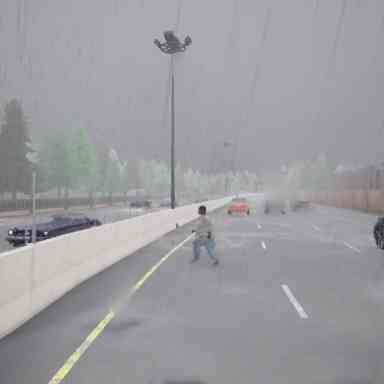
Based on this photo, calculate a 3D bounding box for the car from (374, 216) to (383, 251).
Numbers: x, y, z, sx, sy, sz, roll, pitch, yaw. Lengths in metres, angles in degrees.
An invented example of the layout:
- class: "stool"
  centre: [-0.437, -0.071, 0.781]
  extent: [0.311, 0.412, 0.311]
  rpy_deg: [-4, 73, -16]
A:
- class: "car"
  centre: [8.057, 1.220, 10.907]
  extent: [2.150, 2.045, 5.566]
  rpy_deg: [0, 0, 8]

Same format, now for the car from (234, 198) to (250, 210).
- class: "car"
  centre: [6.633, 1.564, 44.085]
  extent: [1.994, 1.385, 4.181]
  rpy_deg: [0, 0, 10]

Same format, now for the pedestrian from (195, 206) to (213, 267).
- class: "pedestrian"
  centre: [0.364, 1.294, 9.959]
  extent: [0.375, 1.860, 0.375]
  rpy_deg: [0, 0, 7]

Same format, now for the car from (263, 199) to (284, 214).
- class: "car"
  centre: [8.668, 1.504, 35.276]
  extent: [1.837, 1.490, 4.892]
  rpy_deg: [0, 0, 10]

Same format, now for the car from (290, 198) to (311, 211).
- class: "car"
  centre: [13.105, 1.504, 40.277]
  extent: [1.837, 1.490, 4.892]
  rpy_deg: [0, 0, 10]

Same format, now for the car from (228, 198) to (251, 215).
- class: "car"
  centre: [4.914, 1.352, 34.211]
  extent: [2.097, 1.767, 4.553]
  rpy_deg: [0, 0, 10]

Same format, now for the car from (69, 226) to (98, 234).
- class: "car"
  centre: [-5.783, 1.601, 14.508]
  extent: [1.895, 1.301, 4.718]
  rpy_deg: [0, 0, 9]
